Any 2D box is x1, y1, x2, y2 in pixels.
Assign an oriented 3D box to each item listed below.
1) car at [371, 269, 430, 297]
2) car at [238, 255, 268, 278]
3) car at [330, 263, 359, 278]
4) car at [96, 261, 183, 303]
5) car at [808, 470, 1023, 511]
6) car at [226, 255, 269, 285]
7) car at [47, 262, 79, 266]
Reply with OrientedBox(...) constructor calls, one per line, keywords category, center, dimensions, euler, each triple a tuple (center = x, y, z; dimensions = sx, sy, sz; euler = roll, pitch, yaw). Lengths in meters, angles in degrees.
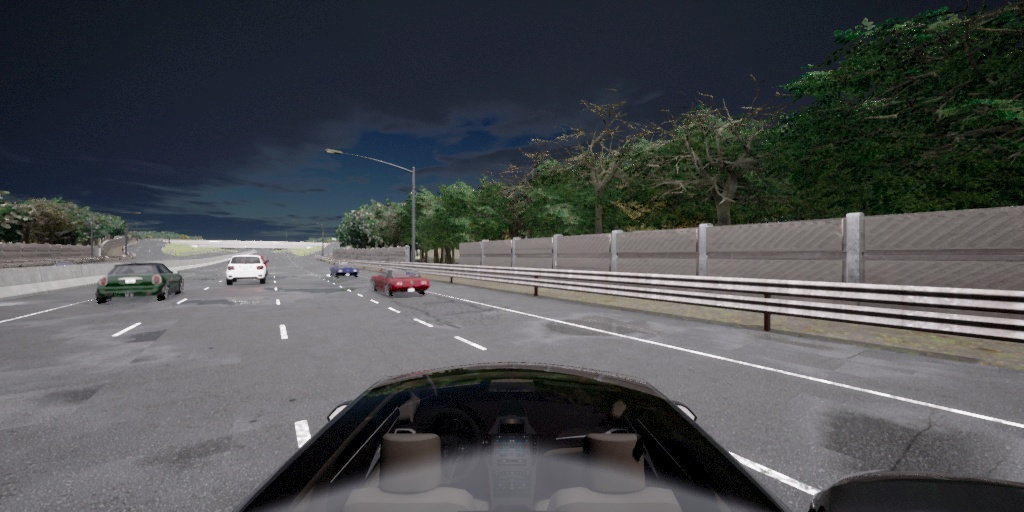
OrientedBox(category="car", center=(-6.094, 1.344, 19.107), dimensions=(1.895, 1.301, 4.718), euler=(0, 0, -34))
OrientedBox(category="car", center=(-25.265, 0.940, 35.115), dimensions=(2.150, 2.045, 5.566), euler=(0, 0, -34))
OrientedBox(category="car", center=(-15.711, 1.328, 33.417), dimensions=(1.895, 1.301, 4.718), euler=(0, 0, -34))
OrientedBox(category="car", center=(-17.226, 1.090, 16.846), dimensions=(2.097, 1.767, 4.553), euler=(0, 0, -34))
OrientedBox(category="car", center=(2.986, 1.315, 0.409), dimensions=(4.181, 1.385, 1.994), euler=(0, 0, 34))
OrientedBox(category="car", center=(-19.273, 0.952, 26.158), dimensions=(2.150, 2.045, 5.566), euler=(0, 0, -34))
OrientedBox(category="car", center=(-40.567, 1.274, 32.467), dimensions=(1.994, 1.385, 4.181), euler=(0, 0, -34))
